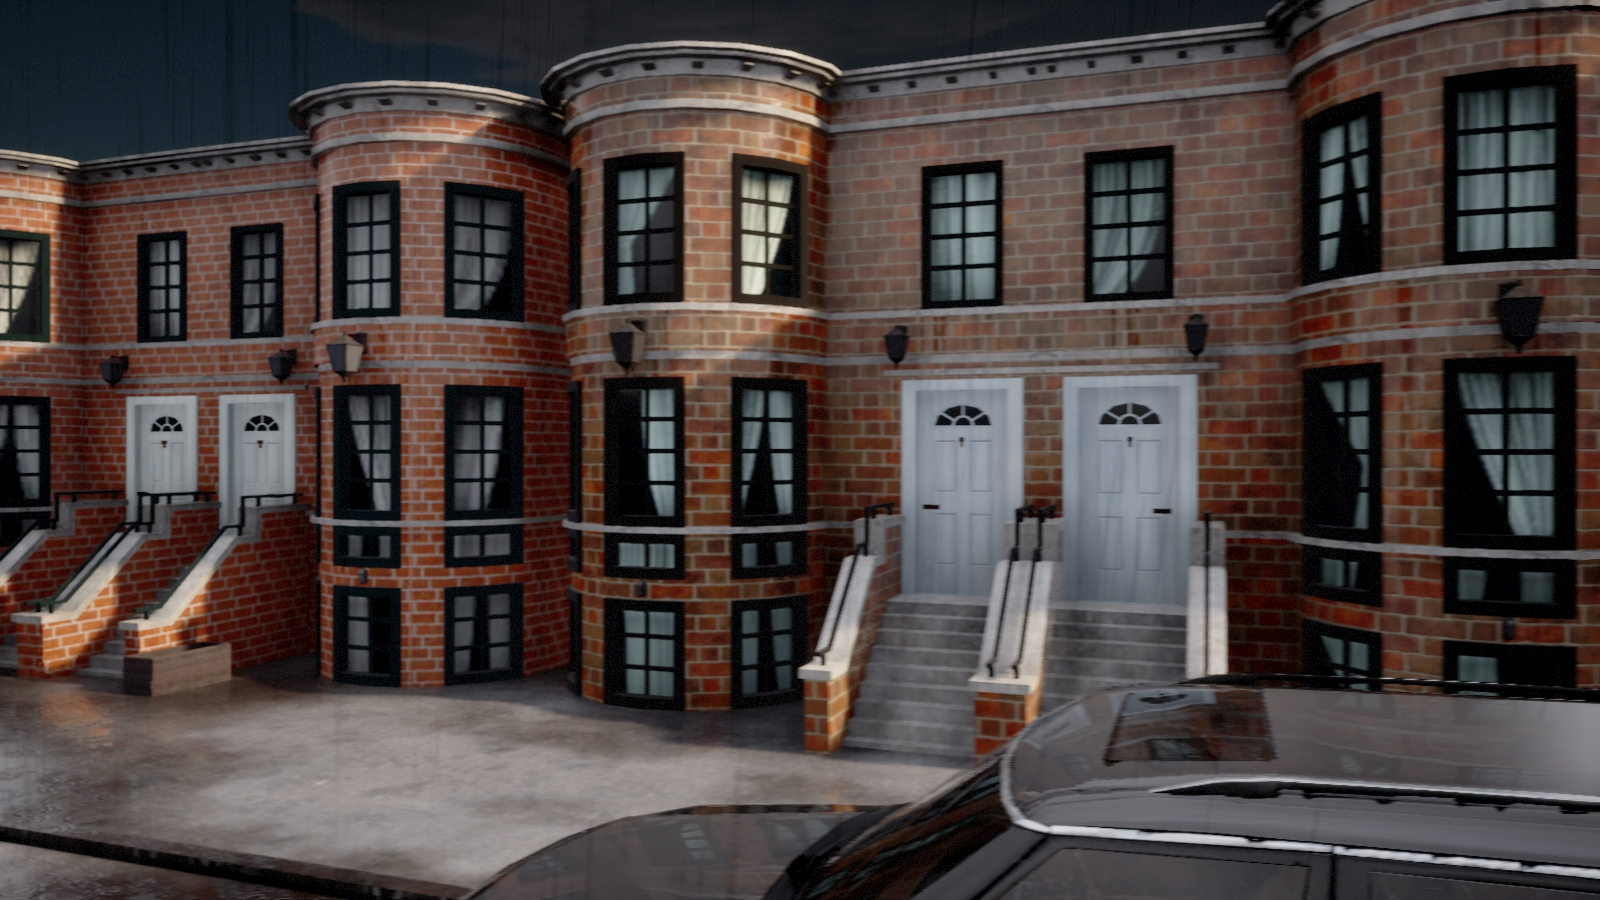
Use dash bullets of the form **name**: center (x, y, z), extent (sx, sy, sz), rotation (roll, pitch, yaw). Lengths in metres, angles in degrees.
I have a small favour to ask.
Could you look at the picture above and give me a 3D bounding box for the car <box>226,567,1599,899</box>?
- **car**: center (1.336, 1.557, 3.342), extent (5.566, 2.045, 2.150), rotation (0, 0, 20)
